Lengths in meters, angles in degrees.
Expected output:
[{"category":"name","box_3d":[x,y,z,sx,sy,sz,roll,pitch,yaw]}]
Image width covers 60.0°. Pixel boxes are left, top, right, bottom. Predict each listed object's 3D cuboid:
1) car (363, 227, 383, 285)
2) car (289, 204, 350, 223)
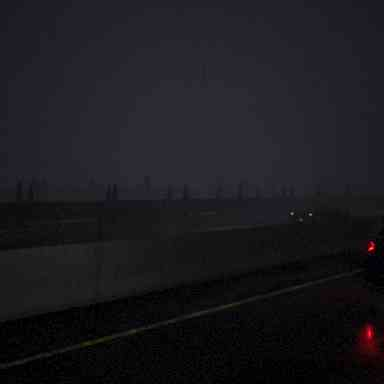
[{"category":"car","box_3d":[6.261,1.324,8.216,4.553,1.767,2.097,0,0,-36]},{"category":"car","box_3d":[8.982,1.541,23.301,4.718,1.301,1.895,0,0,-35]}]
